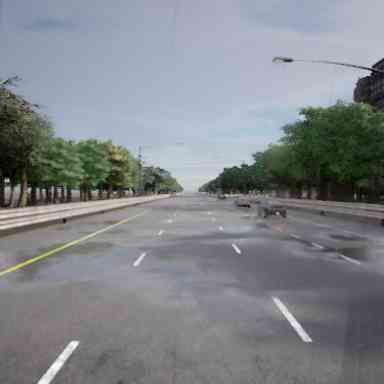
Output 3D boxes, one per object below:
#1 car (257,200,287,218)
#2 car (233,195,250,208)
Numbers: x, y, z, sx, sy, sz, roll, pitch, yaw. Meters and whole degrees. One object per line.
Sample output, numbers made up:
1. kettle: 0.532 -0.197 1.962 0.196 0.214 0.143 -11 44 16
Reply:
1. car: 7.039 1.507 29.698 1.837 1.490 4.892 0 0 0
2. car: 7.068 1.548 47.341 2.033 1.411 5.357 0 0 0
